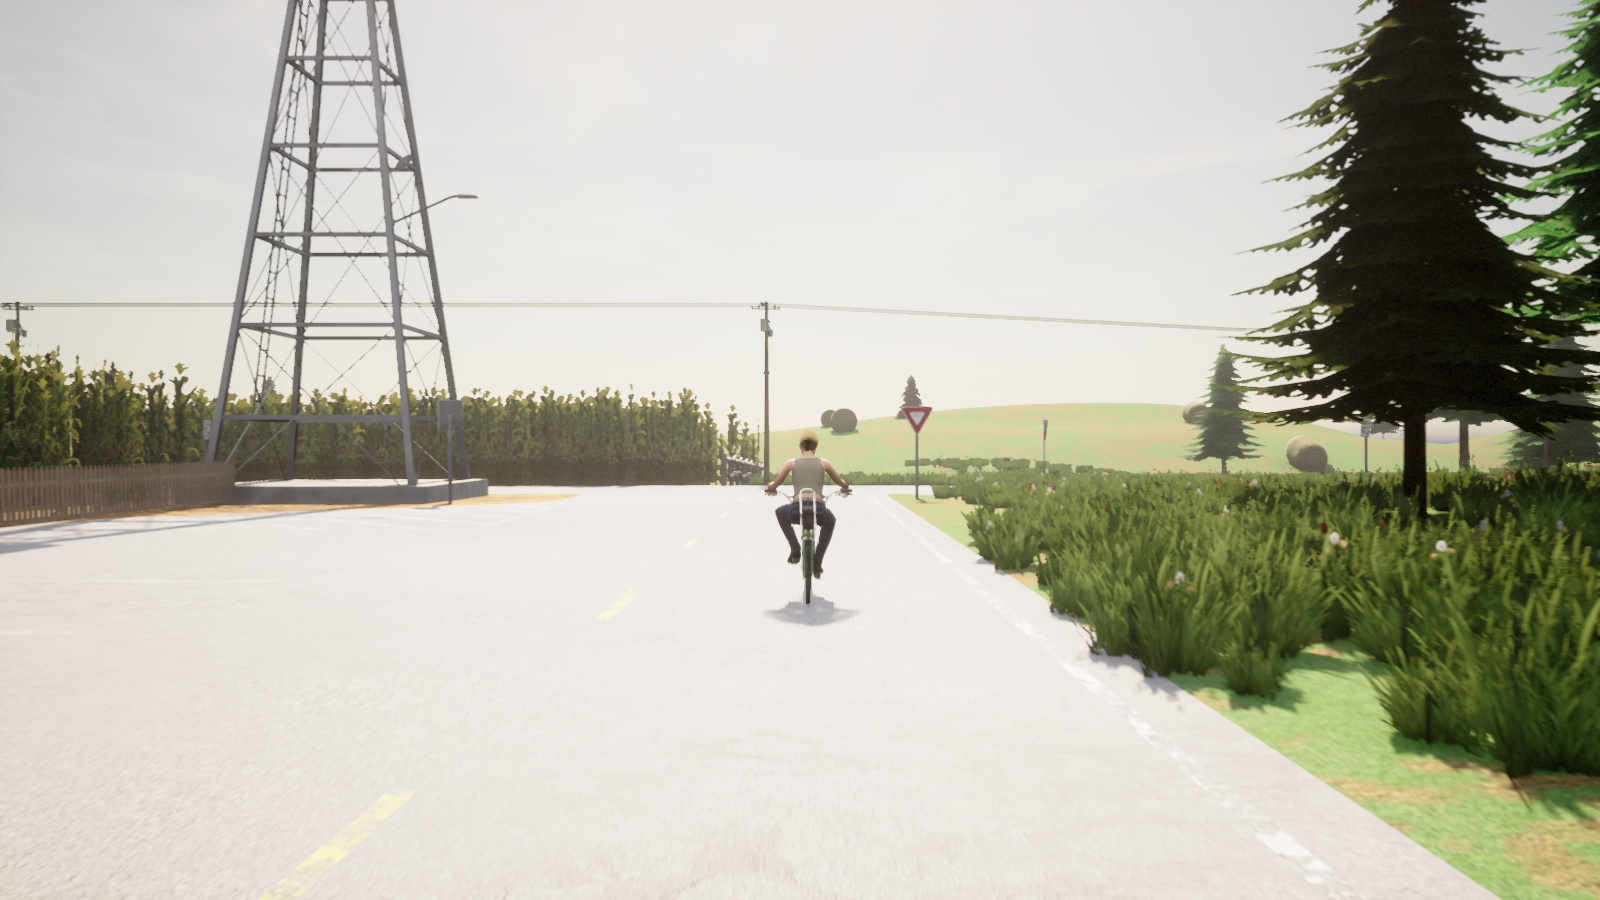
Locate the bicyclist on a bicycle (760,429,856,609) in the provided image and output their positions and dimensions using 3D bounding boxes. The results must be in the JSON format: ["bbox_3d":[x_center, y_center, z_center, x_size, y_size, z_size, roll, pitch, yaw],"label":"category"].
[{"bbox_3d":[0.079,0.615,12.014,0.866,1.612,1.509,0,0,1],"label":"bicyclist on a bicycle"}]
